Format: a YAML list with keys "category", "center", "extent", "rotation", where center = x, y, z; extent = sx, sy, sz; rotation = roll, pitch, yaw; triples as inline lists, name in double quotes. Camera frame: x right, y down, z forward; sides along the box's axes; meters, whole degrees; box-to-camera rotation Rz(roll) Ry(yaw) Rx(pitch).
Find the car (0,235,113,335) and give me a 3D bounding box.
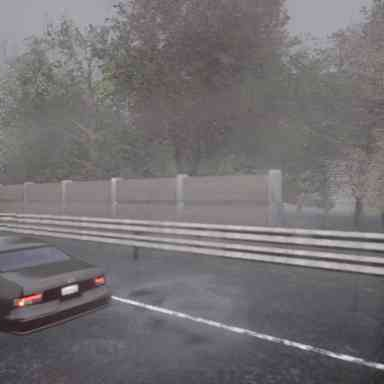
- category: "car"
  center: [-3.952, 1.612, 6.701]
  extent: [5.357, 1.411, 2.033]
  rotation: [-1, 0, 36]
